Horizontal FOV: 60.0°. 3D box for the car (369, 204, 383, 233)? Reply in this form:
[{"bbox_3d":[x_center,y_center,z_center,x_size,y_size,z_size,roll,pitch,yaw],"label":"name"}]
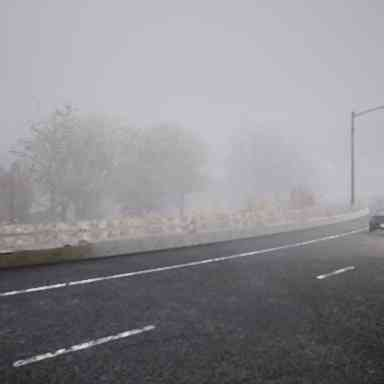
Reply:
[{"bbox_3d":[11.881,1.646,19.607,1.812,1.442,4.674,0,0,43],"label":"car"}]

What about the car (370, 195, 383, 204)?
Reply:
[{"bbox_3d":[36.002,1.763,62.998,2.128,1.511,4.902,0,0,14],"label":"car"}]
